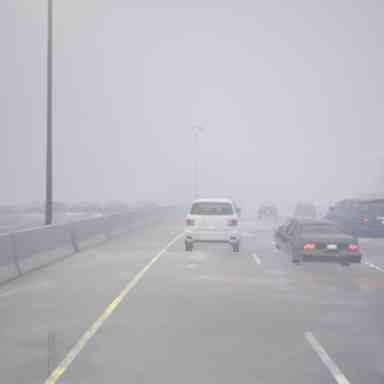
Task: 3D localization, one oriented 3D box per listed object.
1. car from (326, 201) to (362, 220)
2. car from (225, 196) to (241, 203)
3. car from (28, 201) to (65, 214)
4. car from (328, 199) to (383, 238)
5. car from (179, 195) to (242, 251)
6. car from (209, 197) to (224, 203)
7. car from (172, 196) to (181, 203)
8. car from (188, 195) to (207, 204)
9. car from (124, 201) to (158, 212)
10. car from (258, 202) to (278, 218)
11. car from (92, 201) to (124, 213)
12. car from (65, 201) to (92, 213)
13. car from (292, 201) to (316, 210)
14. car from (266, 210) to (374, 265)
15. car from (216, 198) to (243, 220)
[{"bbox_3d":[14.470,1.699,31.937,2.128,1.511,4.902,0,0,13],"label":"car"},{"bbox_3d":[9.789,1.764,78.437,2.033,1.411,5.357,0,0,28],"label":"car"},{"bbox_3d":[-16.500,1.714,38.675,2.033,1.411,5.357,0,0,13],"label":"car"},{"bbox_3d":[8.144,1.329,16.150,2.150,2.045,5.566,0,0,6],"label":"car"},{"bbox_3d":[0.977,1.304,14.777,2.150,2.045,5.566,0,0,6],"label":"car"},{"bbox_3d":[5.835,1.875,78.481,1.895,1.301,4.718,0,0,28],"label":"car"},{"bbox_3d":[-2.741,1.754,77.088,2.097,1.767,4.553,0,0,26],"label":"car"},{"bbox_3d":[1.336,1.613,77.408,2.150,2.045,5.566,0,0,26],"label":"car"},{"bbox_3d":[-5.573,1.744,39.265,2.033,1.411,5.357,0,0,14],"label":"car"},{"bbox_3d":[7.452,1.720,32.672,1.812,1.442,4.674,0,0,12],"label":"car"},{"bbox_3d":[-9.186,1.735,39.249,2.033,1.411,5.357,0,0,14],"label":"car"},{"bbox_3d":[-12.673,1.744,39.522,1.994,1.385,4.181,0,0,14],"label":"car"},{"bbox_3d":[11.203,1.684,33.334,1.882,1.535,5.008,0,0,13],"label":"car"},{"bbox_3d":[4.192,1.623,11.968,2.033,1.411,5.357,0,0,5],"label":"car"},{"bbox_3d":[3.568,1.528,31.220,2.097,1.767,4.553,0,0,12],"label":"car"}]
